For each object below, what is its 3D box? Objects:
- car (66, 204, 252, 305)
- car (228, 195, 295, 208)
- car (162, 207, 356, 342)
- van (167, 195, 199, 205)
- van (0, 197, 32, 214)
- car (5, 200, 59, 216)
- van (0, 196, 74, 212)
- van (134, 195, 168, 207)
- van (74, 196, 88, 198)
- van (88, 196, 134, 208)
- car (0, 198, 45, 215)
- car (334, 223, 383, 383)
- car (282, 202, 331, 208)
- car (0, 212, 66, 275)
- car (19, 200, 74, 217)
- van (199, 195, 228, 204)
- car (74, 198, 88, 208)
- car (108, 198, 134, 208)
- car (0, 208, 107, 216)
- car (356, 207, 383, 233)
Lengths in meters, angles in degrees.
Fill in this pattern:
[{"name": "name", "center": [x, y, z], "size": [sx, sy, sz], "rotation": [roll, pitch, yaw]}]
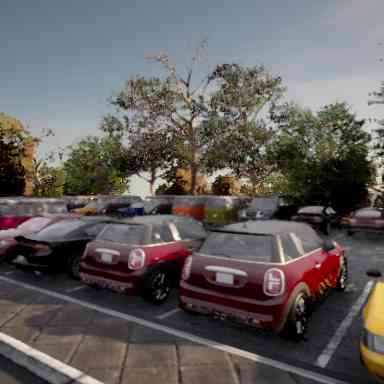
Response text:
[{"name": "car", "center": [-0.514, 1.364, 8.550], "size": [2.185, 1.767, 4.553], "rotation": [0, 0, 36]}, {"name": "car", "center": [4.851, 1.233, 20.800], "size": [2.435, 2.045, 5.566], "rotation": [0, 0, 36]}, {"name": "car", "center": [1.744, 1.369, 6.934], "size": [2.185, 1.767, 4.553], "rotation": [0, 0, 36]}, {"name": "van", "center": [0.531, 1.248, 24.070], "size": [1.878, 1.987, 4.442], "rotation": [0, 0, 36]}, {"name": "van", "center": [-21.978, 1.582, 40.184], "size": [1.878, 1.987, 4.442], "rotation": [-1, -1, 36]}, {"name": "car", "center": [-17.644, 1.730, 36.932], "size": [2.097, 1.535, 5.008], "rotation": [-1, -1, 36]}, {"name": "van", "center": [-7.335, 1.249, 13.329], "size": [1.878, 1.987, 4.442], "rotation": [0, 0, 36]}, {"name": "van", "center": [-1.965, 1.243, 25.570], "size": [1.878, 1.987, 4.442], "rotation": [0, 0, 36]}, {"name": "van", "center": [-10.716, 1.384, 32.123], "size": [1.878, 1.987, 4.442], "rotation": [-1, -1, 36]}, {"name": "van", "center": [-6.349, 1.305, 28.708], "size": [1.878, 1.987, 4.442], "rotation": [-1, -1, 36]}, {"name": "car", "center": [-19.812, 1.643, 38.451], "size": [2.185, 1.767, 4.553], "rotation": [-1, -1, 36]}, {"name": "car", "center": [3.911, 1.497, 5.193], "size": [1.946, 1.575, 5.366], "rotation": [0, 0, 36]}, {"name": "car", "center": [7.217, 1.489, 19.133], "size": [2.097, 1.535, 5.008], "rotation": [0, 0, 36]}, {"name": "car", "center": [-2.756, 1.485, 10.187], "size": [2.097, 1.535, 5.008], "rotation": [0, 0, 36]}, {"name": "car", "center": [-15.289, 1.689, 35.246], "size": [2.097, 1.535, 5.008], "rotation": [-1, -1, 36]}, {"name": "van", "center": [2.682, 1.253, 22.530], "size": [1.878, 1.987, 4.442], "rotation": [0, 0, 36]}, {"name": "car", "center": [-8.636, 1.567, 30.262], "size": [1.946, 1.575, 5.366], "rotation": [-1, -1, 36]}, {"name": "car", "center": [-4.023, 1.491, 27.193], "size": [2.097, 1.535, 5.008], "rotation": [-1, -1, 36]}, {"name": "car", "center": [-5.009, 1.520, 11.810], "size": [2.002, 1.452, 4.674], "rotation": [0, 0, 36]}, {"name": "car", "center": [9.473, 1.534, 17.523], "size": [2.002, 1.452, 4.674], "rotation": [0, 0, 36]}]
